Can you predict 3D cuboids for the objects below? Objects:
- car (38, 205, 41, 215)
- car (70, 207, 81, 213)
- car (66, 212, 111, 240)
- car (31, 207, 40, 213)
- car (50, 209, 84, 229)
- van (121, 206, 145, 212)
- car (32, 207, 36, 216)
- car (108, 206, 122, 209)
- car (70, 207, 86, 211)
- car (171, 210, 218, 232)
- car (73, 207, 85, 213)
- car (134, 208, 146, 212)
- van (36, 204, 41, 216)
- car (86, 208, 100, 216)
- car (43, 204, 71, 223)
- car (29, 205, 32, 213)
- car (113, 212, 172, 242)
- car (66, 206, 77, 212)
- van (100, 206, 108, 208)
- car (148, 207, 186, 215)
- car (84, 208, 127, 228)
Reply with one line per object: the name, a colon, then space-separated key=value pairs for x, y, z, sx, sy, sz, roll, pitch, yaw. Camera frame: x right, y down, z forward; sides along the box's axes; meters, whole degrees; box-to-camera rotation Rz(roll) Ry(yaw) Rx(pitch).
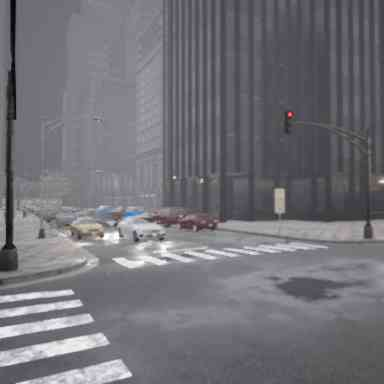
car: x=-20.949 y=3.130 z=48.513 sx=1.967 sy=1.590 sz=4.097 roll=0 pitch=-2 yaw=-28
car: x=-28.287 y=4.288 z=80.460 sx=1.947 sy=1.339 sz=4.313 roll=0 pitch=-2 yaw=-28
car: x=-7.106 y=2.306 z=22.490 sx=1.752 sy=1.417 sz=4.829 roll=0 pitch=-2 yaw=-28
car: x=-38.010 y=4.374 z=80.586 sx=1.802 sy=1.307 sz=4.206 roll=0 pitch=-2 yaw=-28
car: x=-11.773 y=2.639 z=31.263 sx=2.008 sy=1.369 sz=4.403 roll=0 pitch=-2 yaw=-28
van: x=-6.804 y=2.669 z=40.114 sx=1.690 sy=1.788 sz=3.998 roll=0 pitch=-2 yaw=-28
car: x=-27.914 y=3.584 z=61.606 sx=1.967 sy=1.590 sz=4.097 roll=0 pitch=-2 yaw=-28
car: x=-9.187 y=2.800 z=44.607 sx=2.192 sy=1.841 sz=5.009 roll=0 pitch=-2 yaw=-28
car: x=-12.491 y=2.839 z=38.328 sx=1.812 sy=1.442 sz=4.674 roll=1 pitch=-2 yaw=-28
car: x=0.349 y=2.400 z=26.633 sx=1.887 sy=1.381 sz=4.507 roll=0 pitch=-2 yaw=-28
car: x=-25.844 y=4.133 z=75.868 sx=1.947 sy=1.339 sz=4.313 roll=0 pitch=-2 yaw=-28
car: x=-4.416 y=2.753 z=35.616 sx=1.802 sy=1.307 sz=4.206 roll=0 pitch=-2 yaw=-28
van: x=-23.245 y=3.181 z=52.827 sx=1.690 sy=1.788 sz=3.998 roll=0 pitch=-2 yaw=-28
car: x=-18.518 y=3.674 z=62.095 sx=1.802 sy=1.307 sz=4.206 roll=0 pitch=-2 yaw=-28
car: x=-16.365 y=2.705 z=39.893 sx=2.192 sy=1.841 sz=5.009 roll=0 pitch=-2 yaw=-28
car: x=-35.486 y=4.176 z=75.842 sx=1.887 sy=1.381 sz=4.507 roll=0 pitch=-2 yaw=-28
car: x=-3.279 y=2.232 z=21.007 sx=1.812 sy=1.442 sz=4.674 roll=1 pitch=-2 yaw=-29
car: x=-30.729 y=4.428 z=85.051 sx=2.008 sy=1.369 sz=4.403 roll=0 pitch=-2 yaw=-28
van: x=-13.953 y=3.138 z=53.591 sx=1.690 sy=1.788 sz=3.998 roll=0 pitch=-2 yaw=-28
car: x=-2.038 y=2.328 z=31.131 sx=2.192 sy=1.841 sz=5.009 roll=0 pitch=-2 yaw=-28
car: x=-7.673 y=2.487 z=29.252 sx=2.128 sy=1.511 sz=4.902 roll=1 pitch=-2 yaw=-28
